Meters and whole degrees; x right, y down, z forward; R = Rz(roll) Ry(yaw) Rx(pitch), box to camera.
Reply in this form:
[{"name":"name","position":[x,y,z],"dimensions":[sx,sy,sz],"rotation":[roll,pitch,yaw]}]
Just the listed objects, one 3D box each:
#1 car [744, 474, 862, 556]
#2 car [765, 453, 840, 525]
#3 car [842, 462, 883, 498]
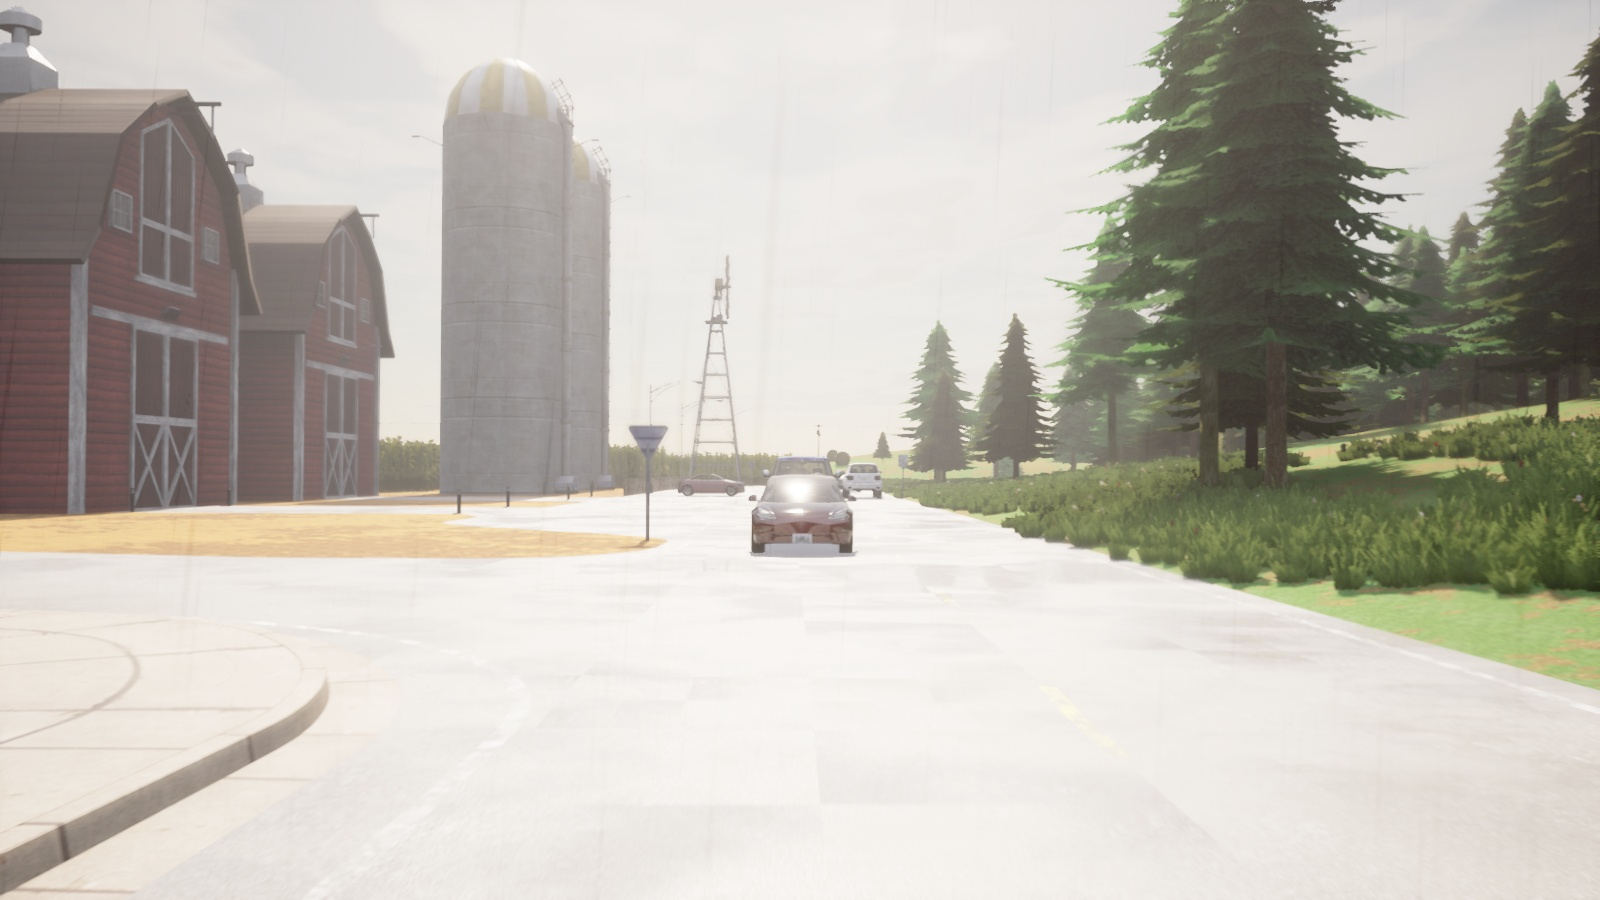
[{"name":"car","position":[0.051,1.241,25.473],"dimensions":[2.163,1.488,4.792],"rotation":[0,-1,0]},{"name":"car","position":[0.074,1.184,38.679],"dimensions":[2.150,2.045,5.566],"rotation":[0,-1,0]},{"name":"car","position":[3.639,1.759,74.062],"dimensions":[2.150,2.045,5.566],"rotation":[0,-1,0]}]
